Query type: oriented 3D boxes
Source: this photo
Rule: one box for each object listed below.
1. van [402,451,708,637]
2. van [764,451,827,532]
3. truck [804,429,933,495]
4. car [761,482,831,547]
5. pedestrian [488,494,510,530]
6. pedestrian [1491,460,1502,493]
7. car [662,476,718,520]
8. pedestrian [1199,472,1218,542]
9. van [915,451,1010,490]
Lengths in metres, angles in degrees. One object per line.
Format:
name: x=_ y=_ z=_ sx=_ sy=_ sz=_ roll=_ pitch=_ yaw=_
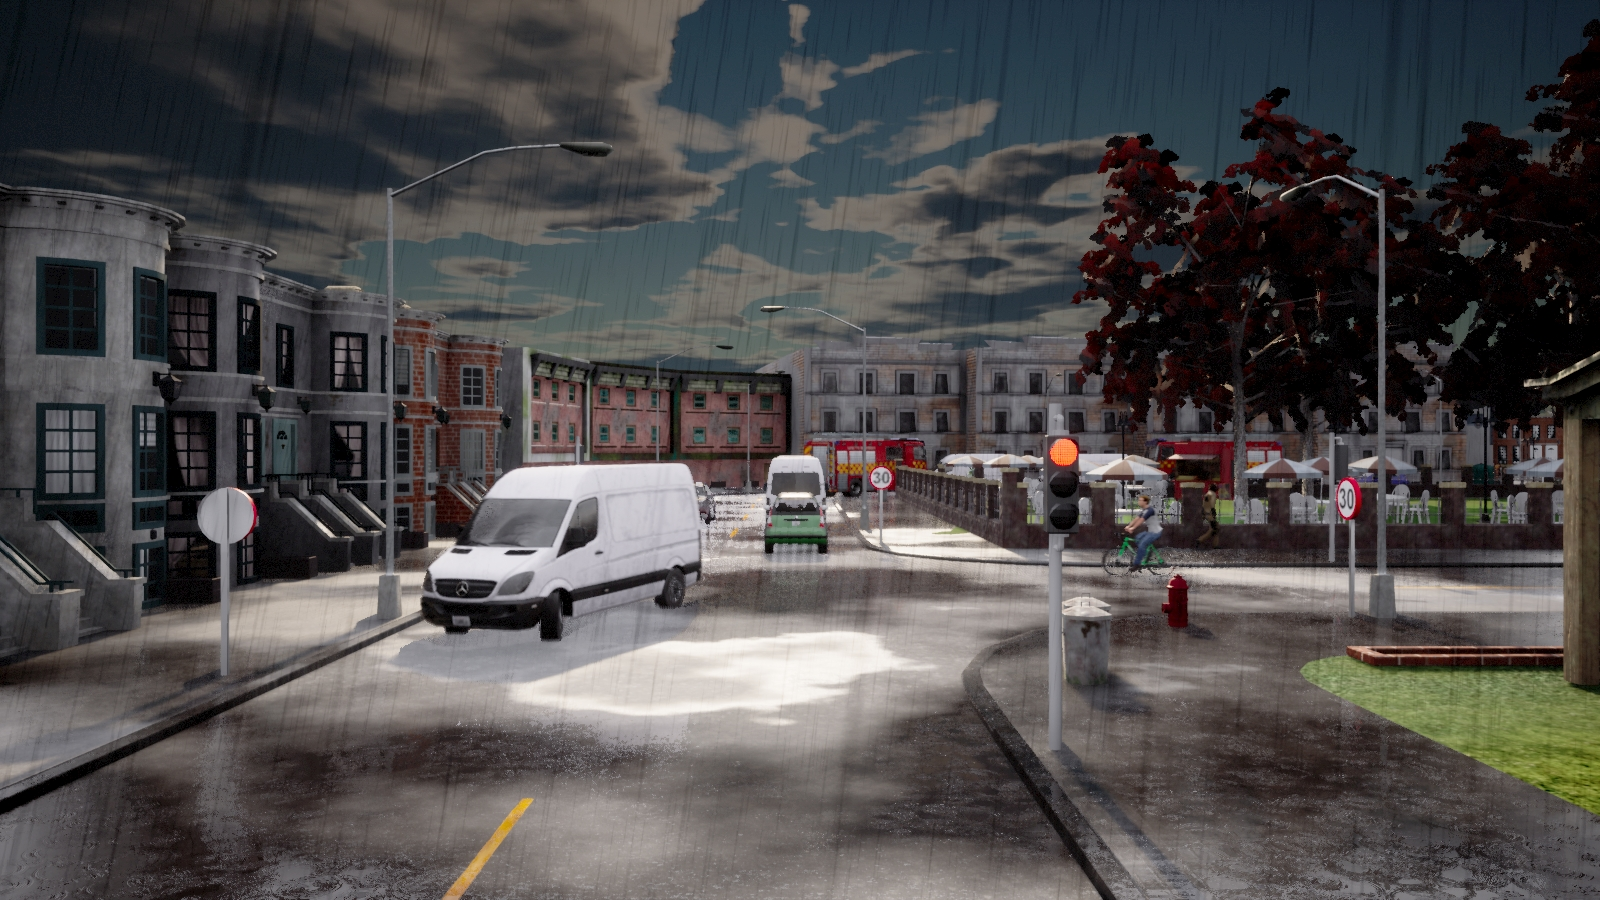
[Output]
van: x=-3.732 y=1.314 z=18.888 sx=1.988 sy=2.561 sz=5.915 roll=-1 pitch=0 yaw=21
van: x=-0.147 y=1.315 z=39.074 sx=1.988 sy=2.561 sz=5.915 roll=0 pitch=0 yaw=0
truck: x=4.295 y=0.672 z=70.228 sx=8.468 sy=3.827 sz=2.891 roll=0 pitch=0 yaw=-43
car: x=-0.119 y=1.779 z=32.373 sx=1.851 sy=1.617 sz=3.988 roll=0 pitch=0 yaw=0
pedestrian: x=-9.273 y=1.904 z=35.173 sx=0.500 sy=1.100 sz=0.500 roll=0 pitch=0 yaw=8
pedestrian: x=40.118 y=1.524 z=65.803 sx=0.375 sy=1.860 sz=0.375 roll=0 pitch=0 yaw=2
car: x=-4.154 y=1.806 z=43.645 sx=1.789 sy=1.549 sz=3.705 roll=0 pitch=0 yaw=0
pedestrian: x=10.913 y=1.517 z=30.553 sx=0.375 sy=1.860 sz=0.375 roll=0 pitch=0 yaw=0
van: x=10.550 y=1.314 z=74.428 sx=5.915 sy=2.561 sz=1.988 roll=0 pitch=0 yaw=0
